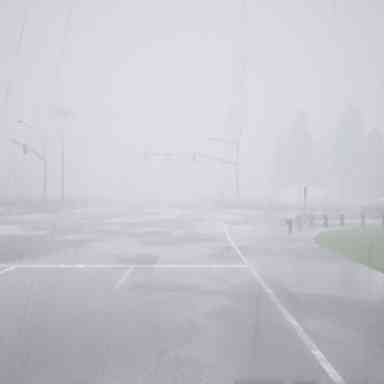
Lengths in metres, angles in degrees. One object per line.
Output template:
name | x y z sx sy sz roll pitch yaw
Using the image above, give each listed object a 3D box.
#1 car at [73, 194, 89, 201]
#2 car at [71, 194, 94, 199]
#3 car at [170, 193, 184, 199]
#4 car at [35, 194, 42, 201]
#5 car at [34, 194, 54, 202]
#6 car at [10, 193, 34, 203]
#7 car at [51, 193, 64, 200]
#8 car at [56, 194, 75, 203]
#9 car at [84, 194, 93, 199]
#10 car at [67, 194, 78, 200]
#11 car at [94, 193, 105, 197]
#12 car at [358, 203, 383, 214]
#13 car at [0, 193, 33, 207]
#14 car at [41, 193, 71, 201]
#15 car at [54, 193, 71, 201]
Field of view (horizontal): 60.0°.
car | -24.881 1.234 74.724 2.033 1.411 5.357 0 0 -3
car | -21.139 1.090 64.380 2.097 1.767 4.553 0 0 0
car | -3.938 0.959 95.174 2.097 1.767 4.553 0 0 -18
car | -28.116 1.250 63.291 1.837 1.490 4.892 0 0 0
car | -31.682 1.235 71.172 2.128 1.511 4.902 0 0 0
car | -31.612 1.101 62.110 2.097 1.767 4.553 0 0 0
car | -32.845 1.020 81.210 2.097 1.767 4.553 0 0 -10
car | -24.618 1.214 65.066 1.882 1.535 5.008 0 0 0
car | -27.131 1.234 87.266 1.895 1.301 4.718 0 0 -14
car | -29.524 1.213 82.405 1.994 1.385 4.181 0 0 -10
car | -21.250 1.224 73.320 1.812 1.442 4.674 0 0 -3
car | 17.359 1.386 29.326 4.902 1.511 2.128 0 0 8
car | -24.679 1.294 46.832 1.882 1.535 5.008 0 0 0
car | -21.181 1.271 52.193 1.882 1.535 5.008 0 0 0
car | -28.204 1.059 72.511 2.097 1.767 4.553 0 0 -3
